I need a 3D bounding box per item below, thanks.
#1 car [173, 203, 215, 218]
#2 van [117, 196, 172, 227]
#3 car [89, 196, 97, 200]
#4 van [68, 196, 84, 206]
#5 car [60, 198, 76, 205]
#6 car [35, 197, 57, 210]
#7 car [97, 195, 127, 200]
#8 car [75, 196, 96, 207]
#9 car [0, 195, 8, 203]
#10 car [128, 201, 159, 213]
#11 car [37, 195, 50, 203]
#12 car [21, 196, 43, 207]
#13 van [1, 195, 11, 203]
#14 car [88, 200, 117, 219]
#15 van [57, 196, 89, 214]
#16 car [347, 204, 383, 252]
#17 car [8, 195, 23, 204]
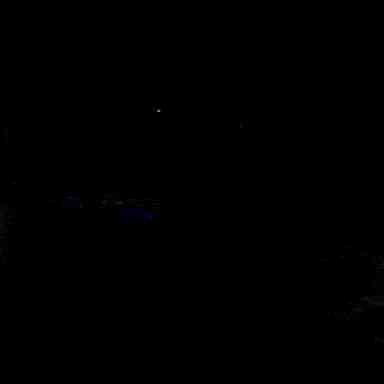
[{"bbox_3d":[0.381,1.739,32.152,1.887,1.381,4.507,1,-1,-36],"label":"car"},{"bbox_3d":[-3.342,1.352,22.688,1.690,1.788,3.998,1,-1,-36],"label":"van"},{"bbox_3d":[-15.763,1.845,54.571,1.887,1.381,4.507,1,-1,-36],"label":"car"},{"bbox_3d":[-22.219,1.684,63.541,1.690,1.788,3.998,1,-1,-36],"label":"van"},{"bbox_3d":[-25.450,1.915,68.022,2.008,1.369,4.403,1,-1,-36],"label":"car"},{"bbox_3d":[-19.480,1.697,45.108,1.802,1.307,4.206,1,-1,-36],"label":"car"},{"bbox_3d":[-6.984,1.334,32.508,2.150,2.045,5.566,1,-1,-36],"label":"car"},{"bbox_3d":[-18.990,1.636,59.057,2.192,1.841,5.009,1,-1,-36],"label":"car"},{"bbox_3d":[-42.066,1.580,76.503,2.192,1.841,5.009,1,-1,-36],"label":"car"},{"bbox_3d":[-6.076,1.781,41.120,1.887,1.381,4.507,1,-1,-36],"label":"car"},{"bbox_3d":[-38.364,1.765,85.959,2.192,1.841,5.009,1,-1,-36],"label":"car"},{"bbox_3d":[-25.933,1.708,54.078,2.008,1.369,4.403,1,-1,-36],"label":"car"},{"bbox_3d":[-45.293,1.628,80.987,1.690,1.788,3.998,1,-1,-36],"label":"van"},{"bbox_3d":[-6.572,1.575,27.171,1.887,1.381,4.507,1,-1,-36],"label":"car"},{"bbox_3d":[-13.023,1.414,36.142,1.690,1.788,3.998,1,-1,-36],"label":"van"},{"bbox_3d":[8.013,1.367,11.650,2.097,1.767,4.553,0,0,-36],"label":"car"},{"bbox_3d":[-35.515,1.747,67.394,1.752,1.417,4.829,1,-1,-36],"label":"car"}]
